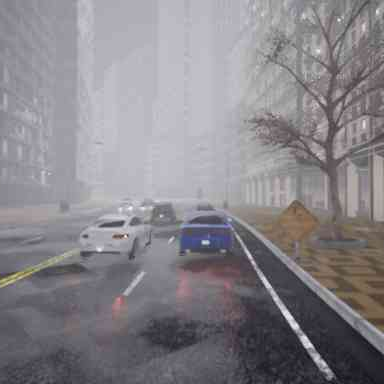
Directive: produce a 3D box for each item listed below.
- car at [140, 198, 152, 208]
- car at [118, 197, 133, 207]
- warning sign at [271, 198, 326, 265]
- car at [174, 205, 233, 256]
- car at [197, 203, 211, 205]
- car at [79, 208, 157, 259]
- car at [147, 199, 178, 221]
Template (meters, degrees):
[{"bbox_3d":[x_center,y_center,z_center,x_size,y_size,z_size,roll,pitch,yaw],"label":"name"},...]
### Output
[{"bbox_3d":[-6.652,1.608,50.086,1.994,1.385,4.181,0,0,-5],"label":"car"},{"bbox_3d":[-9.939,1.557,50.500,1.812,1.442,4.674,0,0,-5],"label":"car"},{"bbox_3d":[3.131,1.128,9.957,1.300,1.860,1.060,-1,-1,3],"label":"warning sign"},{"bbox_3d":[0.575,1.491,13.260,1.882,1.535,5.008,0,0,3],"label":"car"},{"bbox_3d":[0.994,1.603,27.815,1.994,1.385,4.181,0,0,1],"label":"car"},{"bbox_3d":[-2.717,1.536,12.565,1.812,1.442,4.674,0,0,3],"label":"car"},{"bbox_3d":[-2.257,1.539,27.350,1.837,1.490,4.892,0,0,1],"label":"car"}]
